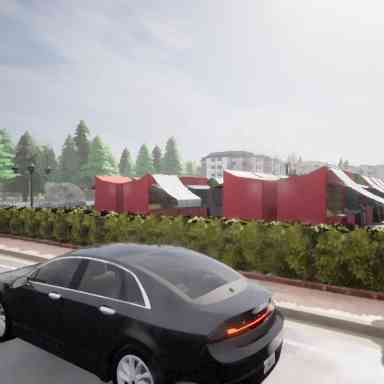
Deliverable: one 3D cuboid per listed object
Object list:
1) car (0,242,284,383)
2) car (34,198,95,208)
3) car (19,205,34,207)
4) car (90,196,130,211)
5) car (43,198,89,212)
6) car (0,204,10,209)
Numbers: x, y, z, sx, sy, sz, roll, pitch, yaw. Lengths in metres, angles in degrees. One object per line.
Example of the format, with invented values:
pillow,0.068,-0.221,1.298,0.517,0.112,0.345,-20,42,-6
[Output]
car,-1.173,1.505,4.839,4.892,1.490,1.837,0,0,36
car,-12.148,1.602,32.591,2.033,1.411,5.357,0,0,36
car,-15.516,1.656,34.248,1.895,1.301,4.718,0,0,36
car,-10.198,1.407,41.555,2.097,1.767,4.553,0,0,36
car,-15.252,1.547,40.559,2.128,1.511,4.902,0,0,36
car,-20.862,1.603,32.821,2.033,1.411,5.357,0,0,39
